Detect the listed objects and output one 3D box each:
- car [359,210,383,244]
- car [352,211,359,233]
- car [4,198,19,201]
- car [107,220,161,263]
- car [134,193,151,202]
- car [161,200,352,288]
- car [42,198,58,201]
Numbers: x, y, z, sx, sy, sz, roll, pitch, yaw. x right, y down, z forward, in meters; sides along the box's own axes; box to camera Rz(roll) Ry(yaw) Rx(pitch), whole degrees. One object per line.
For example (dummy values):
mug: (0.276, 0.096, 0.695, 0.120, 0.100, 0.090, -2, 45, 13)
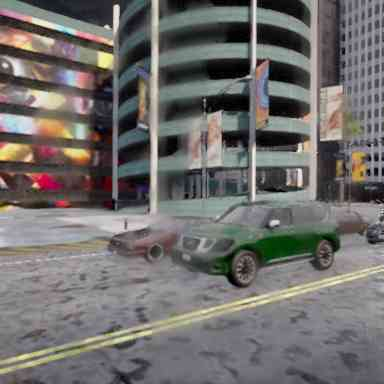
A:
car: (9.968, 1.664, 15.402, 4.674, 1.442, 1.812, 1, 0, -35)
car: (7.889, 1.685, 18.204, 5.357, 1.411, 2.033, 1, 0, -35)
car: (-23.665, 1.369, 43.529, 2.002, 1.452, 4.674, 1, 0, -36)
car: (-0.321, 1.603, 12.364, 5.357, 1.411, 2.033, 1, 0, -36)
car: (-9.965, 1.289, 68.956, 2.435, 2.045, 5.566, 1, 0, -36)
car: (2.121, 1.281, 9.815, 5.566, 2.045, 2.150, 1, 0, -36)
car: (-24.487, 1.573, 57.461, 1.895, 1.301, 4.718, 1, 0, -36)
